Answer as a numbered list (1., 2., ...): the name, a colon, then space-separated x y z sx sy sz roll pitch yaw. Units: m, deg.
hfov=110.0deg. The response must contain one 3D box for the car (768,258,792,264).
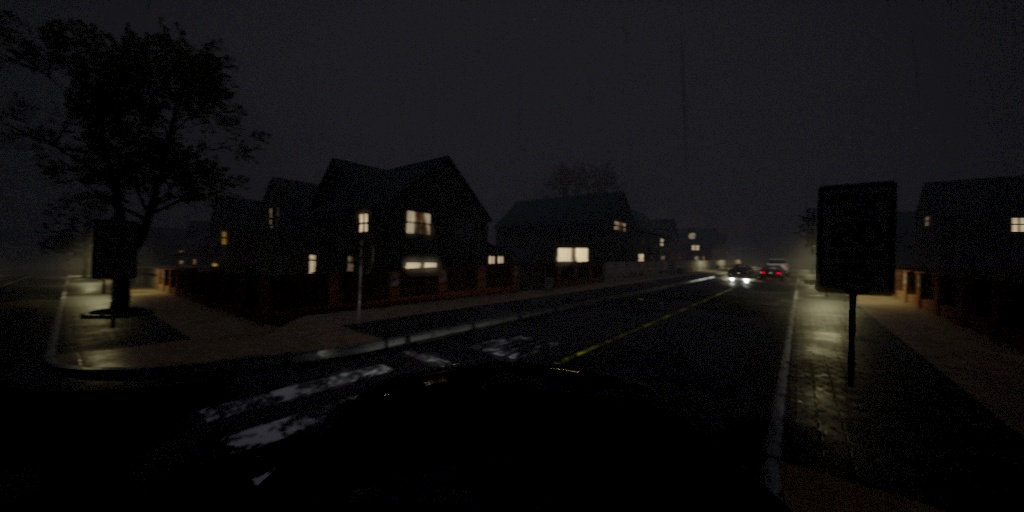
1. car: 31.224 1.310 42.070 2.150 2.045 5.566 1 1 40

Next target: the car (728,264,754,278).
1. car: 24.085 1.549 37.664 1.994 1.385 4.181 1 0 39

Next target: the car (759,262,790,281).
1. car: 24.616 1.568 33.839 2.033 1.411 5.357 1 0 39
